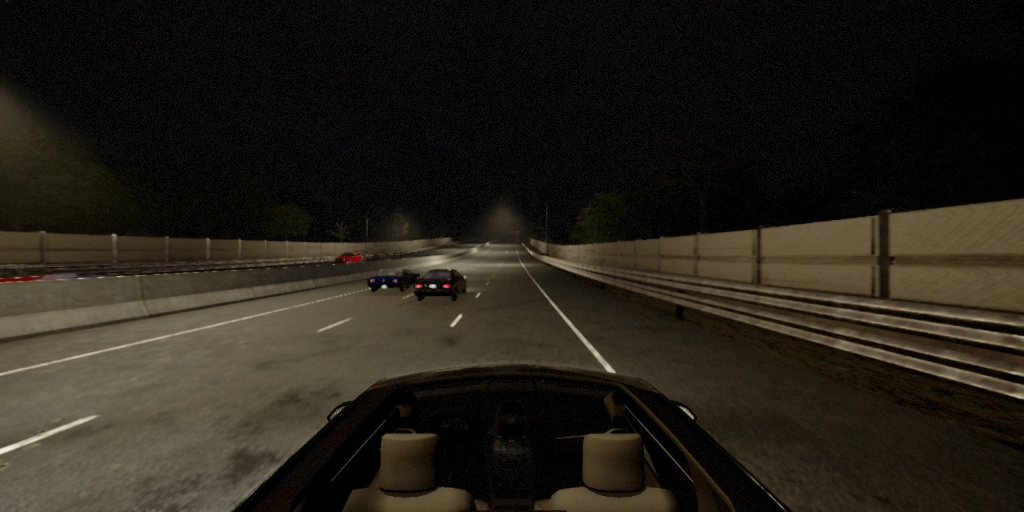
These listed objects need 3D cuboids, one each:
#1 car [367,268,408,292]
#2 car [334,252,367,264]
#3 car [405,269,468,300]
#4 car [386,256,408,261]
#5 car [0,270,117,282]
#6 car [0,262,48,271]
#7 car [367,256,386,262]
[{"bbox_3d":[-6.910,1.368,21.608,1.895,1.301,4.718,0,0,0],"label":"car"},{"bbox_3d":[-24.553,0.458,54.141,2.150,2.045,5.566,0,1,1],"label":"car"},{"bbox_3d":[-3.409,1.334,17.916,2.033,1.411,5.357,0,0,0],"label":"car"},{"bbox_3d":[-17.557,0.703,56.050,1.837,1.490,4.892,0,1,1],"label":"car"},{"bbox_3d":[-17.605,1.360,14.304,1.994,1.385,4.181,0,0,0],"label":"car"},{"bbox_3d":[-21.104,1.148,14.134,2.097,1.767,4.553,0,0,0],"label":"car"},{"bbox_3d":[-21.050,0.705,55.977,1.837,1.490,4.892,0,1,1],"label":"car"}]
